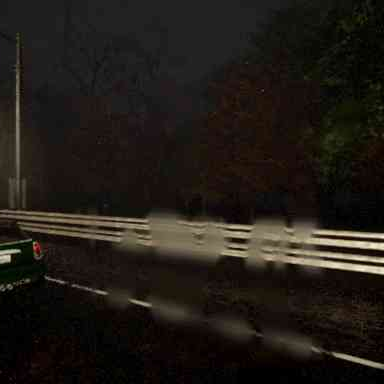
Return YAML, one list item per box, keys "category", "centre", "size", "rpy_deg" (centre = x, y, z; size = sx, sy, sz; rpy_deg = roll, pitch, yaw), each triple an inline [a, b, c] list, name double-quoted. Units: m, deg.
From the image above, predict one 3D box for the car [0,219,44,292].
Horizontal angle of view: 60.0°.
- category: "car"
  centre: [-5.577, 1.359, 7.753]
  size: [4.553, 1.767, 2.097]
  rpy_deg: [0, 1, 32]
